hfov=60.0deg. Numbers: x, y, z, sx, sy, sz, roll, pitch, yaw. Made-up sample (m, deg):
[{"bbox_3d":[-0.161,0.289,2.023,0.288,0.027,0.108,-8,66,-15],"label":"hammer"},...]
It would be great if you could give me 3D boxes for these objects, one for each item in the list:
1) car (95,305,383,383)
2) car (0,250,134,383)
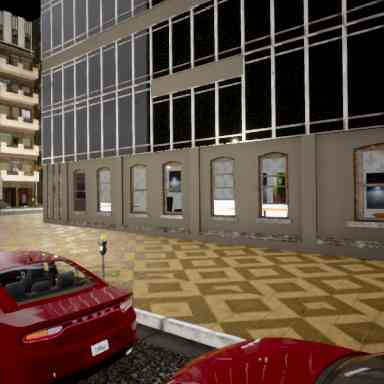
[{"bbox_3d":[1.765,1.545,1.626,4.507,1.381,1.887,0,-1,36],"label":"car"},{"bbox_3d":[-2.804,1.546,4.892,4.507,1.381,1.887,0,-1,36],"label":"car"}]
